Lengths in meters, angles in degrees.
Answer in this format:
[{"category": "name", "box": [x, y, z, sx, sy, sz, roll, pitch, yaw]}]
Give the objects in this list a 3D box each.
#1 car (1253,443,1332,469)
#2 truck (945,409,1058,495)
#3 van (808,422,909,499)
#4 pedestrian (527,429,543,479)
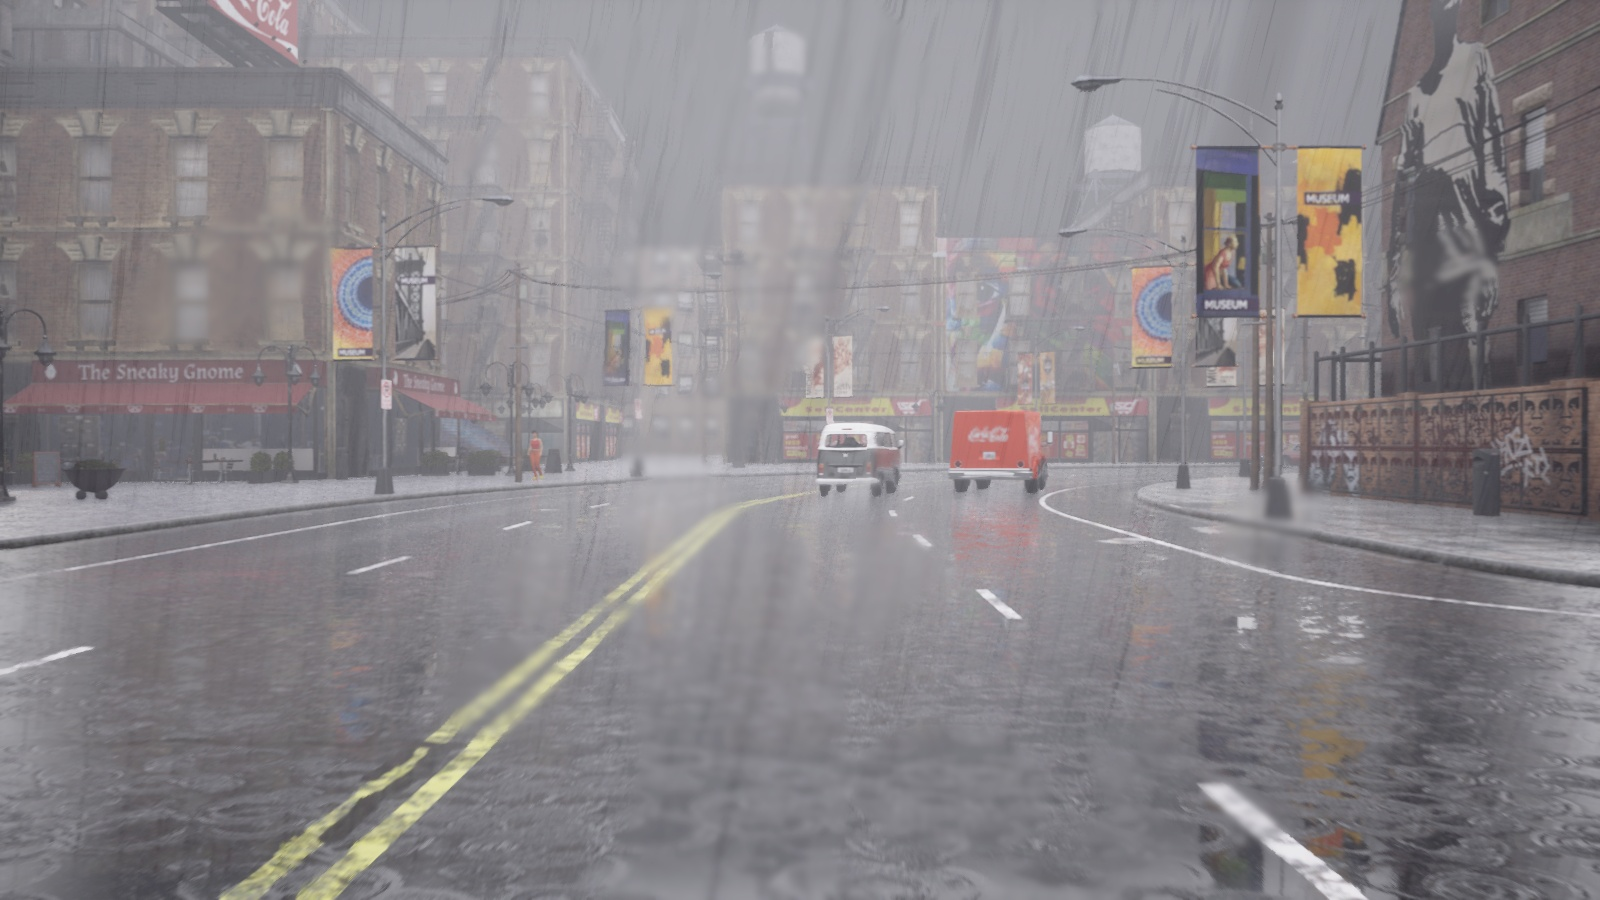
[{"category": "car", "box": [28.325, 0.327, 72.269, 3.806, 1.475, 1.970, 0, 0, -11]}, {"category": "truck", "box": [6.330, 0.046, 38.840, 2.627, 2.467, 5.204, 0, 0, 19]}, {"category": "van", "box": [1.745, 0.269, 35.845, 2.069, 2.038, 4.480, 0, 0, 13]}, {"category": "pedestrian", "box": [-9.683, 0.137, 45.855, 0.345, 1.836, 0.594, 0, 0, 17]}]
